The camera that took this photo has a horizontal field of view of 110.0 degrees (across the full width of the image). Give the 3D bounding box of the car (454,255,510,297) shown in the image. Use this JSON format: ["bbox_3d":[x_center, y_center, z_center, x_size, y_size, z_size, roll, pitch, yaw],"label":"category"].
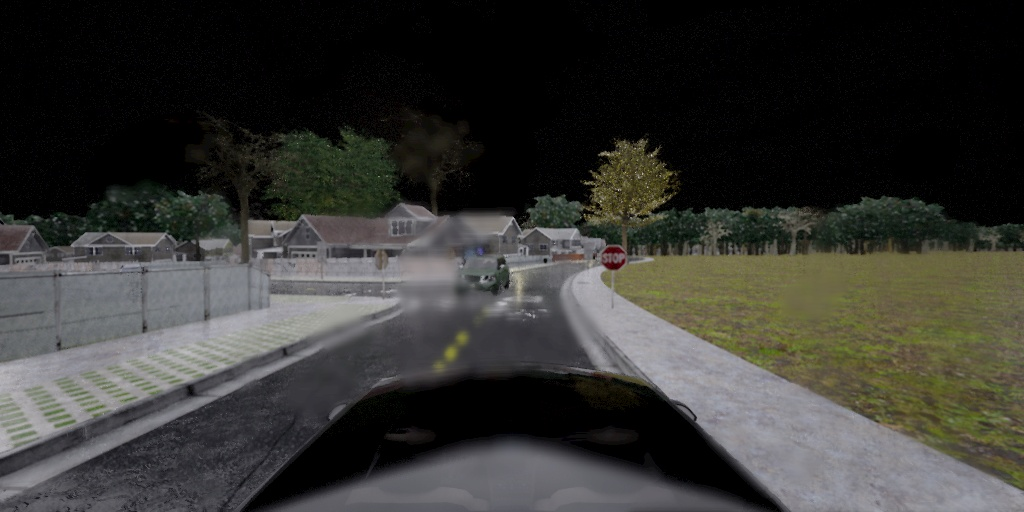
[{"bbox_3d":[-1.451,0.998,19.611,2.150,2.045,5.566,-1,2,8],"label":"car"}]

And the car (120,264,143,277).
[{"bbox_3d":[-43.539,1.641,41.146,1.812,1.442,4.674,-2,1,-45],"label":"car"}]
